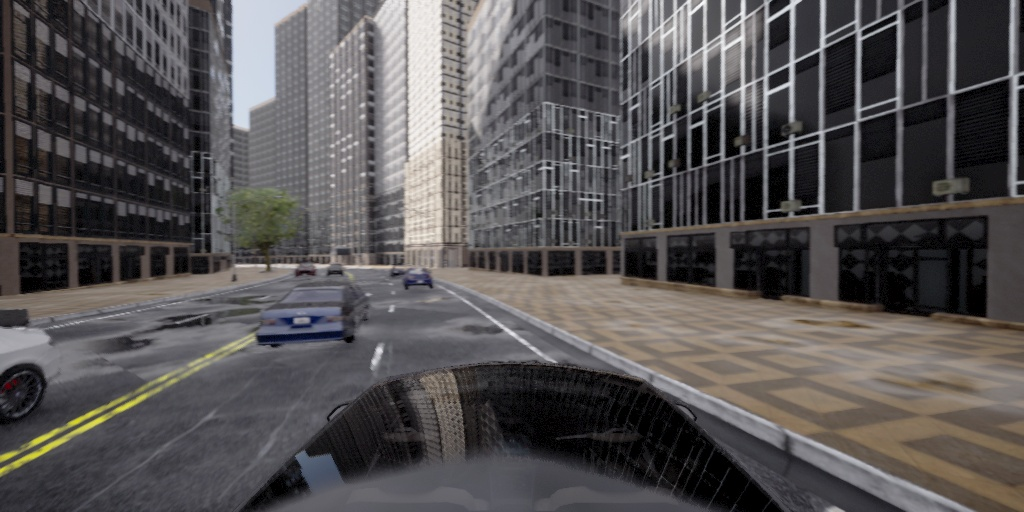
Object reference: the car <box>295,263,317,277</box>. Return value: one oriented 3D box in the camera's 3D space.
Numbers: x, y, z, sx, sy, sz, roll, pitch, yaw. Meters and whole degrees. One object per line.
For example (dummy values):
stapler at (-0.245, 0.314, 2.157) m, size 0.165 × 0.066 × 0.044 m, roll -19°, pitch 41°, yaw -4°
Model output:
car at (-25.165, 1.613, 43.878) m, size 2.097 × 1.767 × 4.553 m, roll 0°, pitch -1°, yaw -26°

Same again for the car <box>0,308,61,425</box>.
car at (-6.590, 1.335, 2.973) m, size 1.812 × 1.442 × 4.674 m, roll 0°, pitch 0°, yaw -17°

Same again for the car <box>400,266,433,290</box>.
car at (-6.597, 1.490, 25.025) m, size 1.812 × 1.442 × 4.674 m, roll 0°, pitch 0°, yaw -19°

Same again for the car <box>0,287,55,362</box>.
car at (-10.731, 1.404, 5.418) m, size 2.033 × 1.411 × 5.357 m, roll 0°, pitch 0°, yaw -17°

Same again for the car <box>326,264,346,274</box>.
car at (-21.752, 1.734, 44.287) m, size 1.837 × 1.490 × 4.892 m, roll 0°, pitch -1°, yaw -25°

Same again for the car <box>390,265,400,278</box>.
car at (-12.651, 1.715, 40.291) m, size 1.895 × 1.301 × 4.718 m, roll 0°, pitch 0°, yaw -23°

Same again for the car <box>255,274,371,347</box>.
car at (-5.030, 1.395, 9.777) m, size 2.033 × 1.411 × 5.357 m, roll 0°, pitch 0°, yaw -16°
